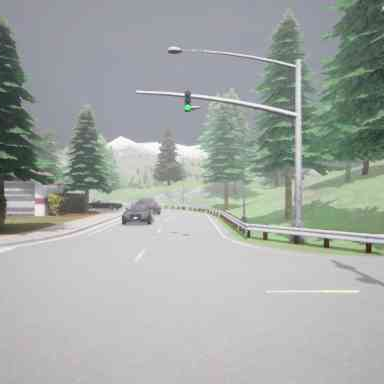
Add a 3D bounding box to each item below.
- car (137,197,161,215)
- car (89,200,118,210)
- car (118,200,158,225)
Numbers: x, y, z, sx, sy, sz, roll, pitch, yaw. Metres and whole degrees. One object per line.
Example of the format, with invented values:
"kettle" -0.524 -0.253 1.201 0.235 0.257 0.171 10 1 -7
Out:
"car" -4.633 1.350 34.047 2.097 1.767 4.553 0 0 -19
"car" -11.166 1.606 41.820 4.718 1.301 1.895 0 0 14
"car" -3.851 1.563 24.252 1.994 1.385 4.181 0 0 -2
